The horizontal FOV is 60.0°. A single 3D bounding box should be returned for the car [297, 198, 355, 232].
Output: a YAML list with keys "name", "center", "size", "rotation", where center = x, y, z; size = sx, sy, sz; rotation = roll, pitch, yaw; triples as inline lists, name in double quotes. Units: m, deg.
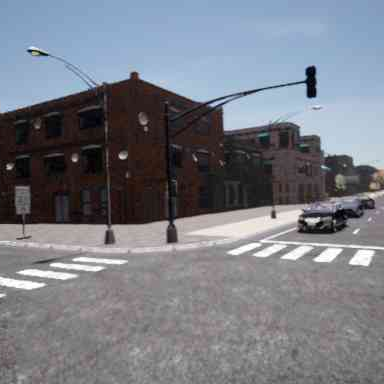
- name: "car"
  center: [7.366, 1.301, 18.611]
  size: [2.128, 1.511, 4.902]
  rotation: [-2, 0, 35]

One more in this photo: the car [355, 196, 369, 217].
- name: "car"
  center: [12.693, 1.211, 26.855]
  size: [2.033, 1.411, 5.357]
  rotation: [-2, 0, 33]

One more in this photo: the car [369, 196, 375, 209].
- name: "car"
  center: [18.132, 1.079, 35.221]
  size: [1.994, 1.385, 4.181]
  rotation: [-2, 0, 34]
